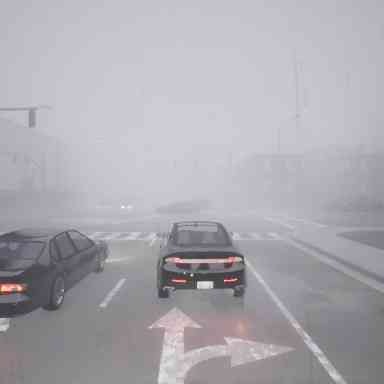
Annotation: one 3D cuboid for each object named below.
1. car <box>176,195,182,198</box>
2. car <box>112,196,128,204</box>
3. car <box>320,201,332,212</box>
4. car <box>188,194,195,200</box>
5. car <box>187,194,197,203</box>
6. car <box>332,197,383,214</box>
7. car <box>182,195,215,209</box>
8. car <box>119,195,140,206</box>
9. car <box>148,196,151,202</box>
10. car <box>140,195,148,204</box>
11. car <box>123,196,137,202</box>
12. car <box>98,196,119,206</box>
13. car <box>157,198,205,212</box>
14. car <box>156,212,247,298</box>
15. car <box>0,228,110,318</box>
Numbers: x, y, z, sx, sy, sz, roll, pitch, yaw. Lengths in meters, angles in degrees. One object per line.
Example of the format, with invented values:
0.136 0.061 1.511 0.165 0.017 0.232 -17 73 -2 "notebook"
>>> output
-3.511 1.524 92.936 1.812 1.442 4.674 0 0 0 "car"
-14.035 1.547 64.962 2.033 1.411 5.357 0 0 0 "car"
17.465 1.491 38.779 4.902 1.511 2.128 0 0 0 "car"
-0.011 1.478 92.774 1.882 1.535 5.008 0 0 0 "car"
0.048 1.353 71.631 2.097 1.767 4.553 0 0 0 "car"
17.814 1.352 35.278 4.553 1.767 2.097 0 0 0 "car"
1.092 1.505 43.493 1.837 1.490 4.892 -4 2 -33 "car"
-10.582 1.491 56.094 2.128 1.511 4.902 0 0 0 "car"
-10.509 1.525 75.248 2.128 1.511 4.902 0 0 0 "car"
-10.542 1.352 65.060 2.097 1.767 4.553 0 0 0 "car"
-14.009 1.540 75.583 2.033 1.411 5.357 0 0 0 "car"
-14.084 1.601 55.291 1.895 1.301 4.718 0 0 0 "car"
-1.314 1.564 32.251 4.181 1.385 1.994 0 0 -29 "car"
0.114 1.492 8.517 2.128 1.511 4.902 0 0 -3 "car"
-3.432 1.547 7.712 2.033 1.411 5.357 0 0 0 "car"
